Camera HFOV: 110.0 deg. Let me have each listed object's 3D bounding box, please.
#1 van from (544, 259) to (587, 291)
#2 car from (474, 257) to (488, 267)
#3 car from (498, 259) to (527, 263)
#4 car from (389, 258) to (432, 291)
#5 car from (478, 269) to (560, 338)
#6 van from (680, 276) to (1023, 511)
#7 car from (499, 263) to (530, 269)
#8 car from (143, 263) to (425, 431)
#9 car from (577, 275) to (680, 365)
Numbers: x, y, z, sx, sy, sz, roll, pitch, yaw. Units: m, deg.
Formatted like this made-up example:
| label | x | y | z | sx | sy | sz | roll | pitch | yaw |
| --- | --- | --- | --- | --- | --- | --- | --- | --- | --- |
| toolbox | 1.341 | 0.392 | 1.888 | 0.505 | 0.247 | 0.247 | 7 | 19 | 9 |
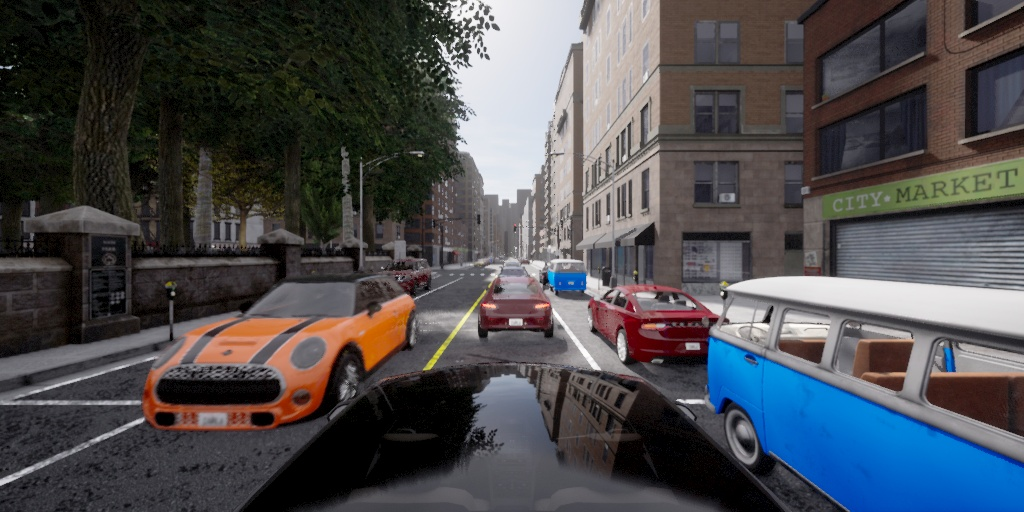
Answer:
| label | x | y | z | sx | sy | sz | roll | pitch | yaw |
| --- | --- | --- | --- | --- | --- | --- | --- | --- | --- |
| van | 2.867 | 1.078 | 19.212 | 1.690 | 1.789 | 3.998 | 0 | 0 | 0 |
| car | -5.633 | 1.201 | 62.696 | 1.751 | 1.417 | 4.829 | 0 | 0 | 0 |
| car | 0.020 | 1.230 | 29.416 | 1.837 | 1.490 | 4.892 | 0 | 0 | 0 |
| car | -5.658 | 1.051 | 19.177 | 2.192 | 1.841 | 5.009 | 0 | 0 | 0 |
| car | 0.100 | 1.271 | 10.093 | 1.812 | 1.442 | 4.674 | 0 | 0 | 0 |
| van | 2.857 | 1.090 | 2.230 | 1.690 | 1.789 | 3.998 | 0 | 0 | 0 |
| car | 0.107 | 1.284 | 19.672 | 2.033 | 1.411 | 5.357 | 0 | 0 | 1 |
| car | -3.097 | 1.100 | 5.956 | 2.097 | 1.767 | 4.553 | 0 | 0 | 0 |
| car | 2.860 | 1.292 | 7.891 | 1.888 | 1.381 | 4.507 | 0 | 0 | 0 |
